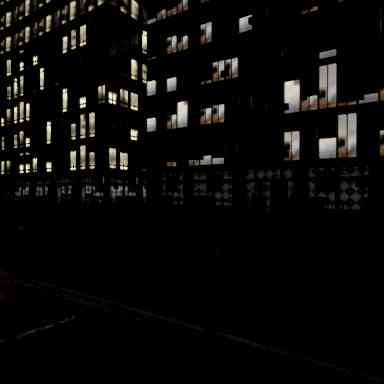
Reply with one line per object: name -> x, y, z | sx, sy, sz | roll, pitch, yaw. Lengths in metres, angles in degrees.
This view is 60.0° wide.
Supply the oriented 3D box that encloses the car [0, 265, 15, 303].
car -> -5.491, 1.526, 6.799 | 4.829, 1.417, 1.752 | 0, 0, 36
